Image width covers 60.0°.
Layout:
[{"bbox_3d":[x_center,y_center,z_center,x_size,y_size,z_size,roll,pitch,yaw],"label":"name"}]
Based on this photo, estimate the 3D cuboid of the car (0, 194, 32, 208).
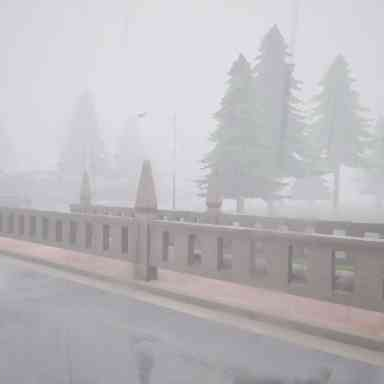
[{"bbox_3d":[-17.654,0.979,31.219,1.837,1.490,4.892,1,1,38],"label":"car"}]
